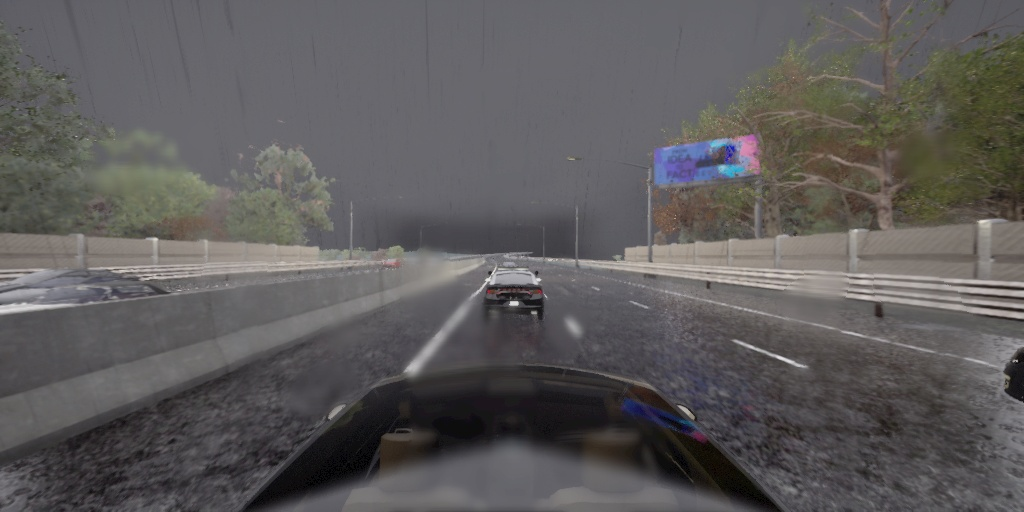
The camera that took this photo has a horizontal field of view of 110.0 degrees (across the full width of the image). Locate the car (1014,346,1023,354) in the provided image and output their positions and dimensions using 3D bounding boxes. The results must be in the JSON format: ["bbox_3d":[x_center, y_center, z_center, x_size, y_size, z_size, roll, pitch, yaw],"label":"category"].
[{"bbox_3d":[7.093,1.253,2.406,1.837,1.490,4.892,0,0,0],"label":"car"}]

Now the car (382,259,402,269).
[{"bbox_3d":[-18.377,1.207,55.270,1.882,1.535,5.008,0,0,-1],"label":"car"}]

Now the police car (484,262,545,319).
[{"bbox_3d":[0.056,1.175,13.014,1.930,1.638,5.238,0,0,0],"label":"police car"}]

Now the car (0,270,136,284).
[{"bbox_3d":[-14.136,1.317,11.668,1.994,1.385,4.181,0,0,0],"label":"car"}]

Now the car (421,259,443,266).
[{"bbox_3d":[-11.304,1.222,52.602,2.128,1.511,4.902,0,0,-1],"label":"car"}]

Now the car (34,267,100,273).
[{"bbox_3d":[-17.651,1.232,14.049,1.882,1.535,5.008,0,0,0],"label":"car"}]

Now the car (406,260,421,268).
[{"bbox_3d":[-14.881,1.297,55.400,1.994,1.385,4.181,0,0,-1],"label":"car"}]

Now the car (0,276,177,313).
[{"bbox_3d":[-10.620,1.353,8.984,1.895,1.301,4.718,0,0,0],"label":"car"}]
